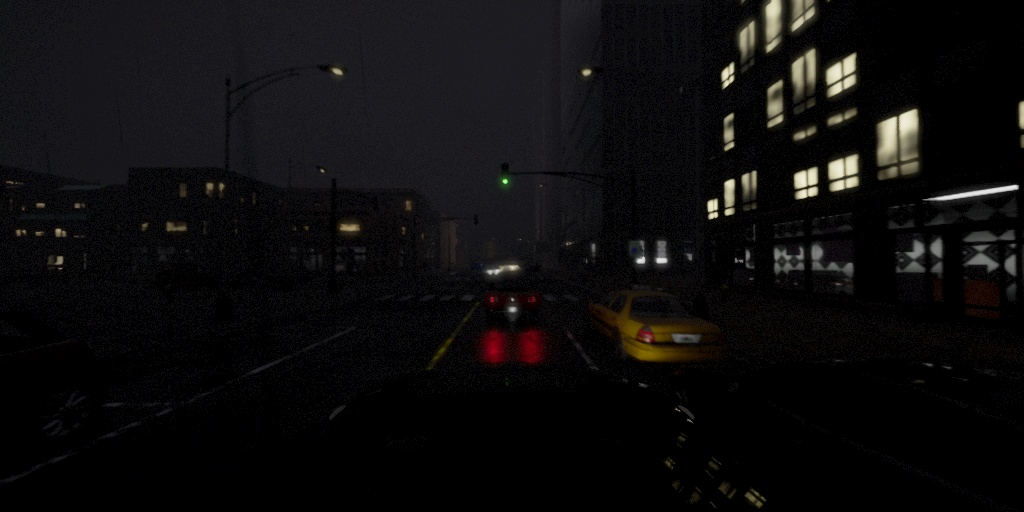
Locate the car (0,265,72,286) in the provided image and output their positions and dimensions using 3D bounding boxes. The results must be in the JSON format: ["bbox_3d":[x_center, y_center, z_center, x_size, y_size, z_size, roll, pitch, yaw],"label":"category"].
[{"bbox_3d":[-41.621,1.710,31.281,5.009,1.841,2.192,0,0,1],"label":"car"}]

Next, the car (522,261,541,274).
[{"bbox_3d":[2.663,1.488,45.904,1.967,1.591,4.097,0,0,0],"label":"car"}]

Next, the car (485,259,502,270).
[{"bbox_3d":[-3.085,1.647,61.607,2.128,1.511,4.902,0,0,1],"label":"car"}]

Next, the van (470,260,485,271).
[{"bbox_3d":[-5.725,1.465,56.982,1.690,1.789,3.998,0,0,0],"label":"van"}]

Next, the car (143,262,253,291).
[{"bbox_3d":[-19.532,1.312,22.636,5.009,1.841,2.192,0,0,1],"label":"car"}]

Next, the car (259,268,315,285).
[{"bbox_3d":[-19.431,1.748,31.013,4.313,1.339,1.948,0,0,1],"label":"car"}]

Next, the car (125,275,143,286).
[{"bbox_3d":[-30.696,1.814,31.149,4.829,1.417,1.751,0,0,1],"label":"car"}]

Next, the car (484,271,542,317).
[{"bbox_3d":[-0.047,1.431,13.654,1.895,1.301,4.718,0,0,-2],"label":"car"}]

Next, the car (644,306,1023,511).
[{"bbox_3d":[2.657,1.320,2.314,1.948,1.339,4.313,0,0,0],"label":"car"}]

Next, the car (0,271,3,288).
[{"bbox_3d":[-44.822,1.914,28.669,5.357,1.411,2.033,-1,-1,1],"label":"car"}]

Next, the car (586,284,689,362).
[{"bbox_3d":[2.824,1.317,8.128,1.751,1.417,4.829,0,0,0],"label":"car"}]

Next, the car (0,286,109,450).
[{"bbox_3d":[-5.691,1.194,2.363,1.967,1.591,4.097,0,0,0],"label":"car"}]
